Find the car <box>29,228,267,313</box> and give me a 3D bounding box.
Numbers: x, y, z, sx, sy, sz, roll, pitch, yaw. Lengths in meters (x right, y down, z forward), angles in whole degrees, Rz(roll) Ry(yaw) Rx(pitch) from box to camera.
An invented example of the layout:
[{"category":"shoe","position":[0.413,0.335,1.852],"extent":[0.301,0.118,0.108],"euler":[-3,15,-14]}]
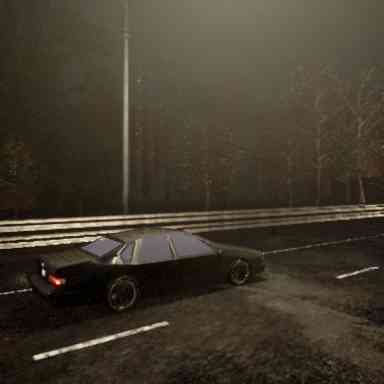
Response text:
[{"category":"car","position":[-0.720,1.549,7.650],"extent":[5.357,1.411,2.033],"euler":[0,0,-35]}]
